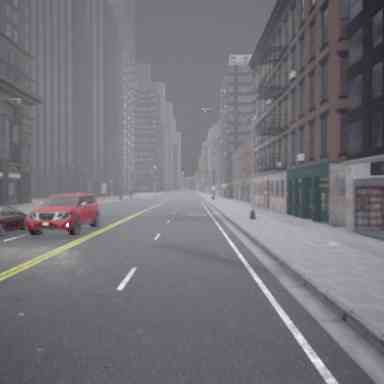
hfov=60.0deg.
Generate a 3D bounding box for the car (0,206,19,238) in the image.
[{"bbox_3d":[-9.788,1.417,16.508,1.994,1.385,4.181,0,0,1],"label":"car"}]

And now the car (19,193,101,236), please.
[{"bbox_3d":[-6.527,1.068,17.640,2.150,2.045,5.566,0,0,1],"label":"car"}]
